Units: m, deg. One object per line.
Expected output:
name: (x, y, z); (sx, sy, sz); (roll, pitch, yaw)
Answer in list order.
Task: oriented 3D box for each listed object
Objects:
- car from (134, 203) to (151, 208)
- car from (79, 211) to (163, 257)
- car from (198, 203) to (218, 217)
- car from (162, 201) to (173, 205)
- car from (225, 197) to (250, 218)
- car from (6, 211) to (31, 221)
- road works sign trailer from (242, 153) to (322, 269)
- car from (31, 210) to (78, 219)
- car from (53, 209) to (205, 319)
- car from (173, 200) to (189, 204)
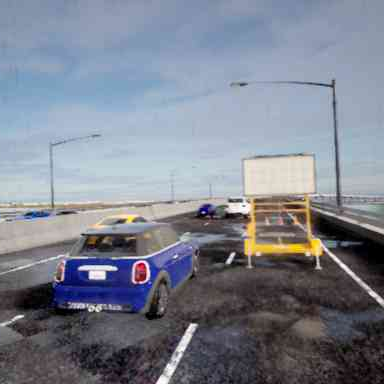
car: (-9.610, 2.825, 65.015); (1.895, 1.301, 4.718); (-2, -1, 14)
car: (-3.073, 1.802, 15.648); (1.882, 1.535, 5.008); (-2, -1, 13)
car: (1.713, 1.966, 36.548); (1.812, 1.442, 4.674); (-2, -1, 13)
car: (-5.000, 2.635, 69.130); (1.812, 1.442, 4.674); (-2, -1, 14)
car: (4.713, 1.521, 34.065); (2.150, 2.045, 5.566); (-2, -1, 13)
car: (-14.395, 2.397, 29.866); (1.882, 1.535, 5.008); (-2, -1, 13)
road works sign trailer: (2.993, 0.516, 11.405); (2.380, 3.560, 2.880); (-2, -1, 13)
car: (-11.139, 2.310, 28.411); (1.812, 1.442, 4.674); (-2, -1, 13)
car: (-1.212, 1.505, 7.966); (2.097, 1.767, 4.553); (-2, -1, 12)
car: (-1.703, 2.478, 67.905); (1.837, 1.490, 4.892); (-2, -1, 14)
